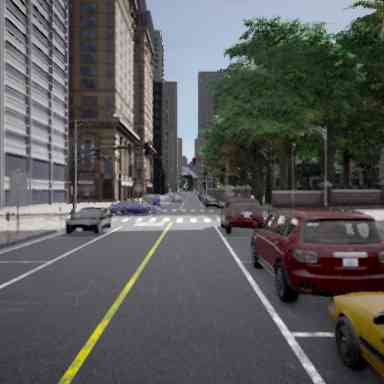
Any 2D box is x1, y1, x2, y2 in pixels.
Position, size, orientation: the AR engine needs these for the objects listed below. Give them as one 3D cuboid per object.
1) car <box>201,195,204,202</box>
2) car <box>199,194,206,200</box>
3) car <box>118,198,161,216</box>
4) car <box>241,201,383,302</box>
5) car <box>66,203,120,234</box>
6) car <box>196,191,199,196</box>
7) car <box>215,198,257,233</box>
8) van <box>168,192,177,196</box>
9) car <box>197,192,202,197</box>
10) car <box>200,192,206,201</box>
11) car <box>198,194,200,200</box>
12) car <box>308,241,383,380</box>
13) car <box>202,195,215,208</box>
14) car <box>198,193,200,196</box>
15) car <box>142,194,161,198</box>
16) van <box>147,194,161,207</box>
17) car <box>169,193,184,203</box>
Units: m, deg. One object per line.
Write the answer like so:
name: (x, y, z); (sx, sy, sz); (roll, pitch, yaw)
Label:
car: (2.767, 1.484, 51.141); (1.802, 1.307, 4.206); (0, 0, 0)
car: (2.770, 1.300, 89.254); (1.752, 1.417, 4.829); (0, 0, 0)
car: (-5.341, 1.521, 31.175); (4.674, 1.442, 1.812); (0, 1, 0)
car: (2.763, 1.307, 8.188); (2.192, 1.841, 5.009); (0, 0, 0)
car: (-5.762, 1.543, 19.182); (1.947, 1.339, 4.313); (0, 0, 0)
car: (2.770, 1.111, 83.663); (2.192, 1.841, 5.009); (0, 0, 0)
car: (2.764, 1.291, 19.163); (2.192, 1.841, 5.009); (0, 0, 0)
van: (-5.755, 1.097, 94.524); (1.690, 1.788, 3.998); (0, 0, 0)
car: (2.769, 1.382, 78.243); (1.947, 1.339, 4.313); (0, 0, 0)
car: (2.767, 1.327, 56.562); (1.967, 1.590, 4.097); (0, 0, 0)
car: (2.768, 1.435, 67.402); (1.802, 1.307, 4.206); (0, 0, 0)
car: (2.762, 1.523, 2.872); (1.752, 1.417, 4.829); (0, 0, 0)
car: (2.766, 1.482, 45.721); (1.947, 1.339, 4.313); (0, 0, 0)
car: (2.768, 1.380, 72.823); (1.887, 1.381, 4.507); (0, 0, 0)
car: (-5.759, 1.232, 45.741); (2.192, 1.841, 5.009); (0, 0, 0)
van: (-5.758, 1.243, 51.161); (1.690, 1.788, 3.998); (0, 0, 0)
car: (-3.000, 1.383, 66.043); (1.812, 1.442, 4.674); (0, 0, 0)
